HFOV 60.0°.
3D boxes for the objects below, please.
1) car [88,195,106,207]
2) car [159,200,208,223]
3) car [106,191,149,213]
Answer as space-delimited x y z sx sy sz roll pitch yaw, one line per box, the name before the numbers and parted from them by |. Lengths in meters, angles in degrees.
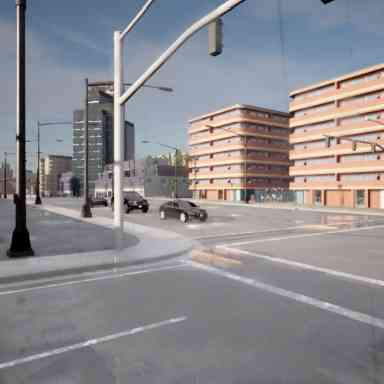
car | -11.945 1.110 41.288 1.994 1.385 4.181 0 1 -34
car | -0.719 1.373 24.830 1.837 1.490 4.892 0 1 -34
car | -6.281 0.944 32.984 2.150 2.045 5.566 0 1 -34
